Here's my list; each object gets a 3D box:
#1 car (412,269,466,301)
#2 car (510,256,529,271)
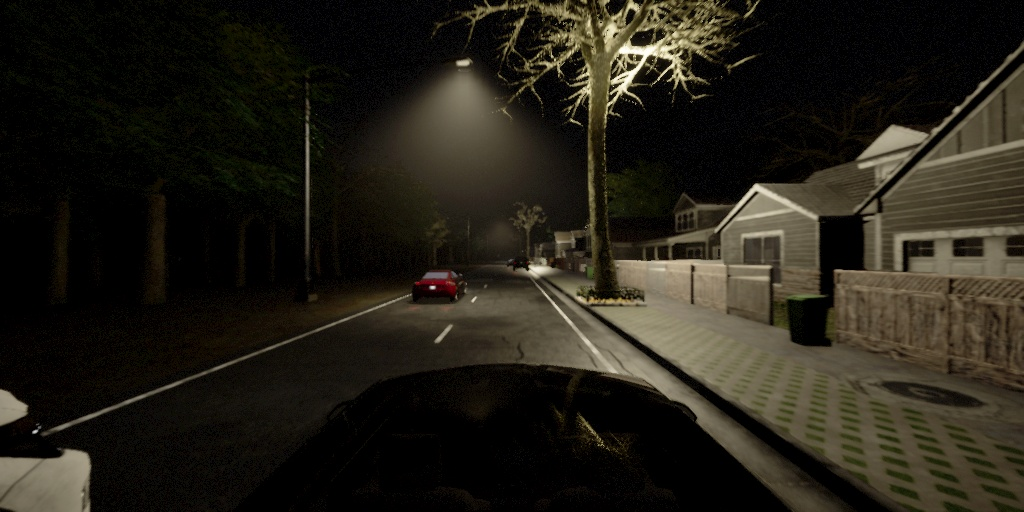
[{"bbox_3d":[-3.401,1.324,17.359,1.994,1.385,4.181,0,0,0],"label":"car"},{"bbox_3d":[1.218,1.020,49.495,2.150,2.045,5.566,0,0,0],"label":"car"}]
